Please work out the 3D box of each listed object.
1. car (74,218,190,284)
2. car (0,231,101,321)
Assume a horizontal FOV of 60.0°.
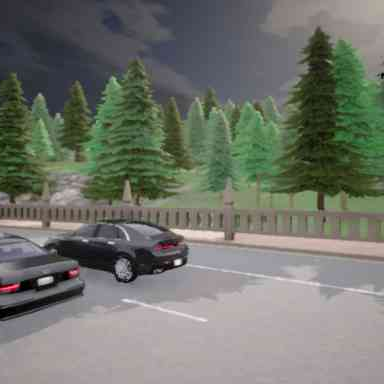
[{"bbox_3d":[-2.379,1.547,9.758,4.892,1.490,1.837,0,0,33],"label":"car"},{"bbox_3d":[-4.630,1.592,7.082,5.357,1.411,2.033,0,0,33],"label":"car"}]
